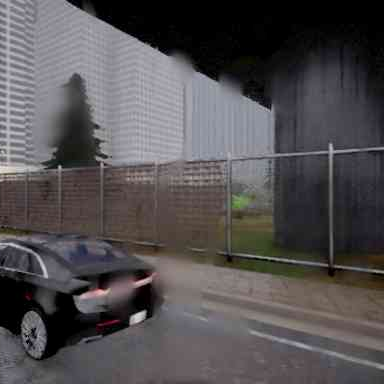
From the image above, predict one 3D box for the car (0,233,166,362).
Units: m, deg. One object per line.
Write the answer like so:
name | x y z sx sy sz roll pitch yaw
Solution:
car | -2.705 1.500 5.947 4.902 1.511 2.128 0 0 36
